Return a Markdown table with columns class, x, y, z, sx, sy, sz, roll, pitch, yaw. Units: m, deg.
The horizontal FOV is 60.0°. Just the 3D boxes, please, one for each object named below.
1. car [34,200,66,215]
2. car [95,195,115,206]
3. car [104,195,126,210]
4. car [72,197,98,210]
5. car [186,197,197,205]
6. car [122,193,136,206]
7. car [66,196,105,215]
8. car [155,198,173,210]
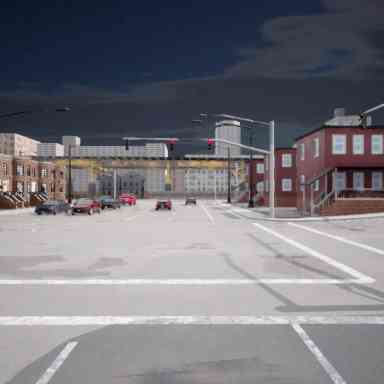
| class | x | y | z | sx | sy | sz | roll | pitch | yaw |
| --- | --- | --- | --- | --- | --- | --- | --- | --- | --- |
| car | -14.188 | 1.547 | 34.300 | 2.033 | 1.411 | 5.357 | 0 | 0 | 0 |
| car | -14.228 | 1.352 | 54.613 | 2.097 | 1.767 | 4.553 | 0 | 0 | 0 |
| car | -10.709 | 1.547 | 44.363 | 2.033 | 1.411 | 5.357 | 0 | 0 | 0 |
| car | -14.211 | 1.478 | 44.341 | 1.882 | 1.535 | 5.008 | 0 | 0 | 0 |
| car | -0.168 | 1.526 | 58.619 | 1.812 | 1.442 | 4.674 | 0 | 0 | 0 |
| car | -10.722 | 1.221 | 55.060 | 2.150 | 2.045 | 5.566 | 0 | 0 | 1 |
| car | -10.685 | 1.478 | 33.884 | 1.882 | 1.535 | 5.008 | 0 | 0 | 0 |
| car | -3.515 | 1.526 | 42.139 | 1.812 | 1.442 | 4.674 | 0 | 0 | 0 |
